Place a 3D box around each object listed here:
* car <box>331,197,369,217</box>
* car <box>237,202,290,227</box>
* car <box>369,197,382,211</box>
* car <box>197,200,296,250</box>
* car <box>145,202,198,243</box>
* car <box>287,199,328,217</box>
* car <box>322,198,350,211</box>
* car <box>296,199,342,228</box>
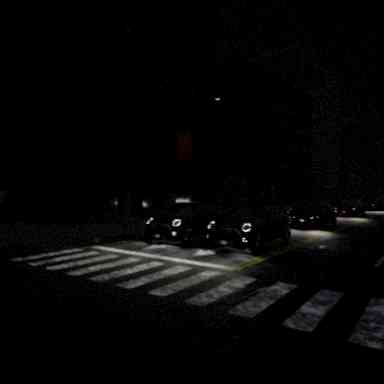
[{"bbox_3d":[14.062,1.374,29.560,1.812,1.442,4.674,0,0,37],"label":"car"},{"bbox_3d":[5.039,1.467,22.999,1.994,1.385,4.181,0,0,37],"label":"car"},{"bbox_3d":[20.349,1.302,37.882,1.837,1.490,4.892,0,0,35],"label":"car"},{"bbox_3d":[2.514,1.294,14.231,2.097,1.767,4.553,0,0,37],"label":"car"},{"bbox_3d":[-0.156,1.297,16.090,2.097,1.767,4.553,0,0,37],"label":"car"},{"bbox_3d":[10.655,1.405,30.449,2.033,1.411,5.357,0,0,37],"label":"car"},{"bbox_3d":[16.588,1.373,38.272,1.994,1.385,4.181,0,0,38],"label":"car"},{"bbox_3d":[7.861,1.404,21.332,1.837,1.490,4.892,0,0,37],"label":"car"}]
